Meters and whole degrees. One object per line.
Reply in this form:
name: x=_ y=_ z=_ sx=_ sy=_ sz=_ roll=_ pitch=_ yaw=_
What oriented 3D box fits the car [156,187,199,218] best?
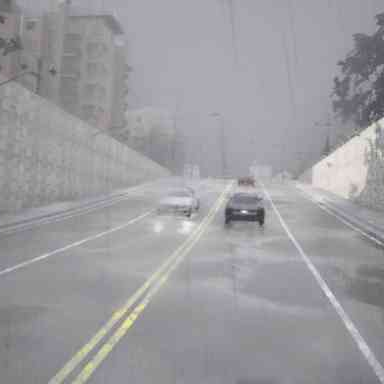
car: x=-0.687 y=0.460 z=19.251 sx=1.812 sy=1.442 sz=4.674 roll=2 pitch=6 yaw=9

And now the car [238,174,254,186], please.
car: x=6.421 y=-1.461 z=39.485 sx=1.895 sy=1.301 sz=4.718 roll=2 pitch=6 yaw=9

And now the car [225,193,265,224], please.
car: x=2.818 y=0.725 z=17.727 sx=1.994 sy=1.385 sz=4.181 roll=2 pitch=6 yaw=9
